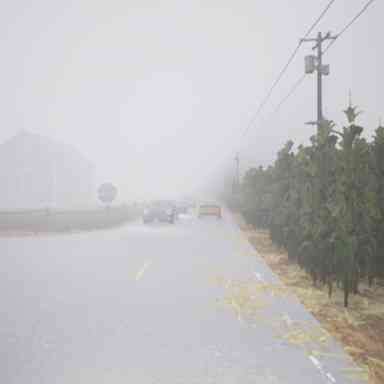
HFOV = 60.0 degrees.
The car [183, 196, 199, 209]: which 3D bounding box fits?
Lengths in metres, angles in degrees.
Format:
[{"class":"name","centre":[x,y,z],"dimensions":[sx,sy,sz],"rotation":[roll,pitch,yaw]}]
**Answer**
[{"class":"car","centre":[-0.621,1.304,44.981],"dimensions":[2.097,1.767,4.553],"rotation":[0,0,4]}]

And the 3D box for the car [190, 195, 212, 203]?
[{"class":"car","centre":[1.860,1.451,69.339],"dimensions":[4.674,1.442,1.812],"rotation":[0,0,42]}]

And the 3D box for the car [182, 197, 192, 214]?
[{"class":"car","centre":[-1.461,1.527,34.177],"dimensions":[1.994,1.385,4.181],"rotation":[0,0,4]}]

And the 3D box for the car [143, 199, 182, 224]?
[{"class":"car","centre":[-2.205,1.326,24.415],"dimensions":[2.097,1.767,4.553],"rotation":[0,0,4]}]

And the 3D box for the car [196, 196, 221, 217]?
[{"class":"car","centre":[1.666,1.445,30.463],"dimensions":[1.882,1.535,5.008],"rotation":[0,0,4]}]
